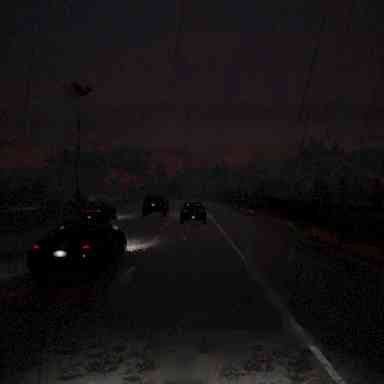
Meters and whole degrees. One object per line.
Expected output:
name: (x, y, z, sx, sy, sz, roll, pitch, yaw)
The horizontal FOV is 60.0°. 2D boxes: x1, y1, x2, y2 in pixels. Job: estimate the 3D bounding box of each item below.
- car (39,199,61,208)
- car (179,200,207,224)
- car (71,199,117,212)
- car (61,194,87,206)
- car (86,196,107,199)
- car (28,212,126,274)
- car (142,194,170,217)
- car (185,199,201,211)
car: (-21.075, 1.649, 49.899, 1.895, 1.301, 4.718, 0, 0, 0)
car: (0.096, 1.499, 25.019, 2.128, 1.511, 4.902, 0, 0, 0)
car: (-6.904, 1.499, 24.781, 2.128, 1.511, 4.902, 0, 0, 0)
car: (-17.570, 1.273, 50.963, 2.150, 2.045, 5.566, 0, 0, 0)
car: (-14.073, 1.544, 51.231, 2.128, 1.511, 4.902, 0, 0, 0)
car: (-3.402, 1.566, 10.576, 1.994, 1.385, 4.181, 0, 0, 0)
car: (-3.405, 1.235, 31.936, 2.150, 2.045, 5.566, 0, 0, 0)
car: (0.094, 1.632, 42.828, 1.895, 1.301, 4.718, 0, 0, 0)
